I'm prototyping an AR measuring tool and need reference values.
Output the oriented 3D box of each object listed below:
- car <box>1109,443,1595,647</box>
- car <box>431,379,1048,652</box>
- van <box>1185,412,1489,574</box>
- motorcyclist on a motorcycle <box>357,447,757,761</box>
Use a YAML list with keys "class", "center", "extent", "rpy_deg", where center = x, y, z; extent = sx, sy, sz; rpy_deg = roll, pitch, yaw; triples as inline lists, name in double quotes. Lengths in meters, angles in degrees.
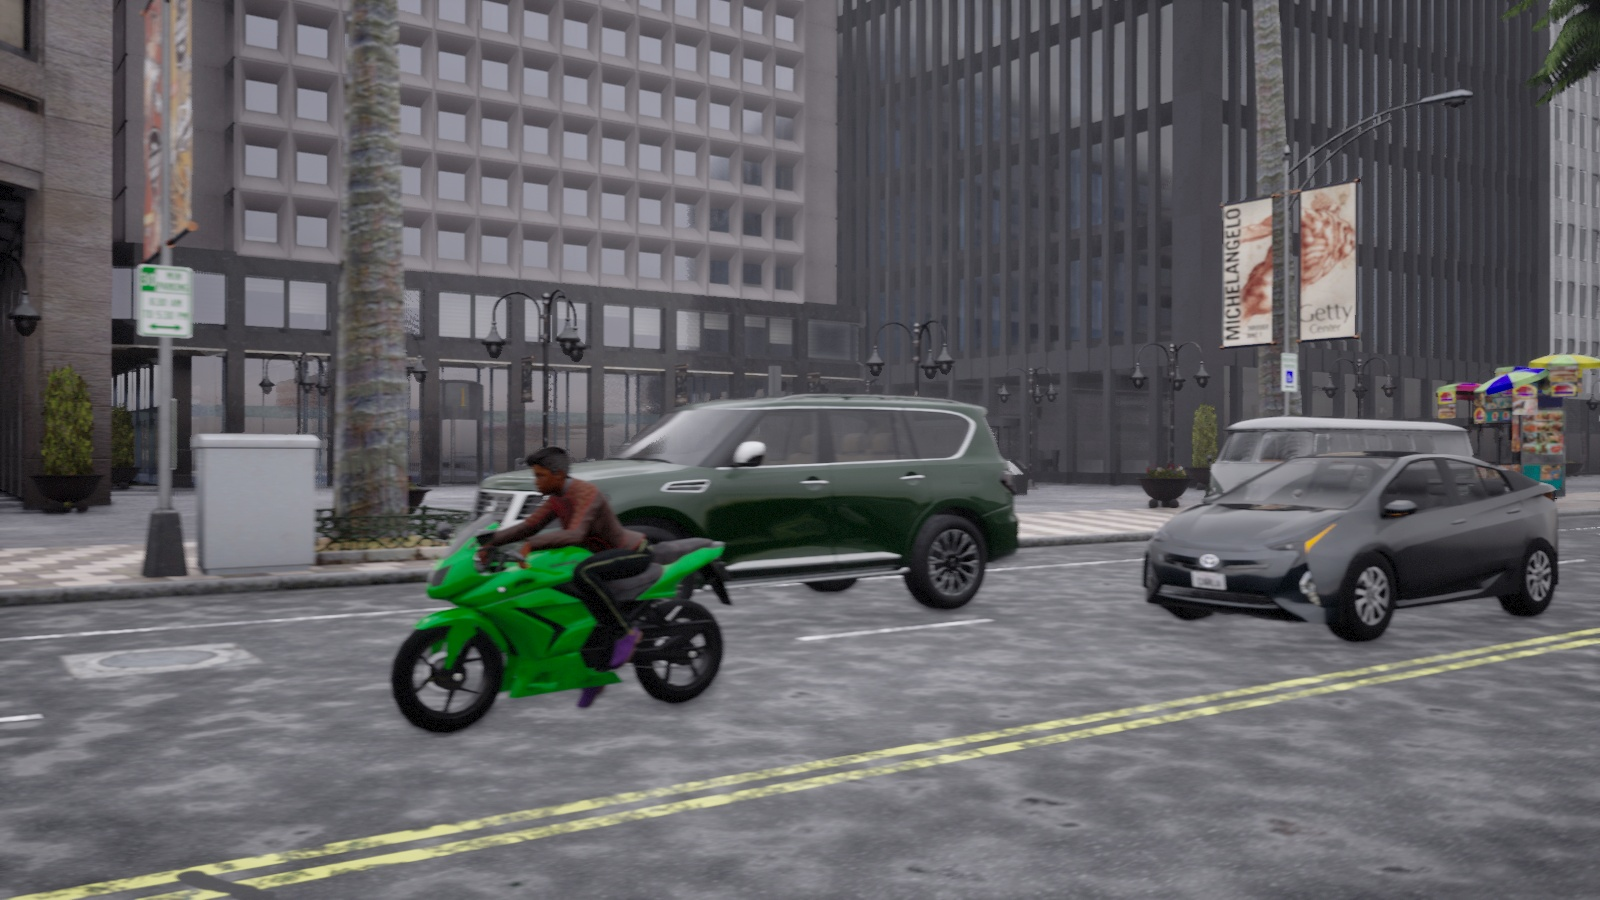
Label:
- class: "car"
  center: [5.143, 0.709, 11.492]
  extent: [4.514, 1.525, 2.007]
  rpy_deg: [0, 0, -35]
- class: "car"
  center: [-0.395, 0.494, 11.913]
  extent: [5.566, 2.045, 2.150]
  rpy_deg: [0, 0, -35]
- class: "van"
  center: [7.508, 0.524, 17.393]
  extent: [4.442, 1.987, 1.775]
  rpy_deg: [0, 0, -35]
- class: "motorcyclist on a motorcycle"
  center: [-1.314, 0.747, 7.005]
  extent: [2.044, 1.523, 0.797]
  rpy_deg: [0, 0, -35]
